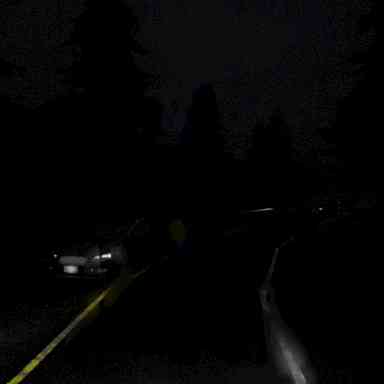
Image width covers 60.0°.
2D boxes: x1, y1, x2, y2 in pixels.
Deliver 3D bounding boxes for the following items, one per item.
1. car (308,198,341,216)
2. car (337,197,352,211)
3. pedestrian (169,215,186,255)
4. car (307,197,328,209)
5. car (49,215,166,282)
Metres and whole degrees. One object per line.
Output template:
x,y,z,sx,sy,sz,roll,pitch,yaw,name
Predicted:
13.256,1.564,33.168,1.994,1.385,4.181,0,0,32,car
18.935,1.352,42.150,2.097,1.767,4.553,0,0,32,car
-0.529,1.294,11.947,0.375,1.860,0.375,0,0,16,pedestrian
17.951,1.505,47.502,1.837,1.490,4.892,0,0,32,car
-2.193,1.492,9.928,2.128,1.511,4.902,0,0,13,car
